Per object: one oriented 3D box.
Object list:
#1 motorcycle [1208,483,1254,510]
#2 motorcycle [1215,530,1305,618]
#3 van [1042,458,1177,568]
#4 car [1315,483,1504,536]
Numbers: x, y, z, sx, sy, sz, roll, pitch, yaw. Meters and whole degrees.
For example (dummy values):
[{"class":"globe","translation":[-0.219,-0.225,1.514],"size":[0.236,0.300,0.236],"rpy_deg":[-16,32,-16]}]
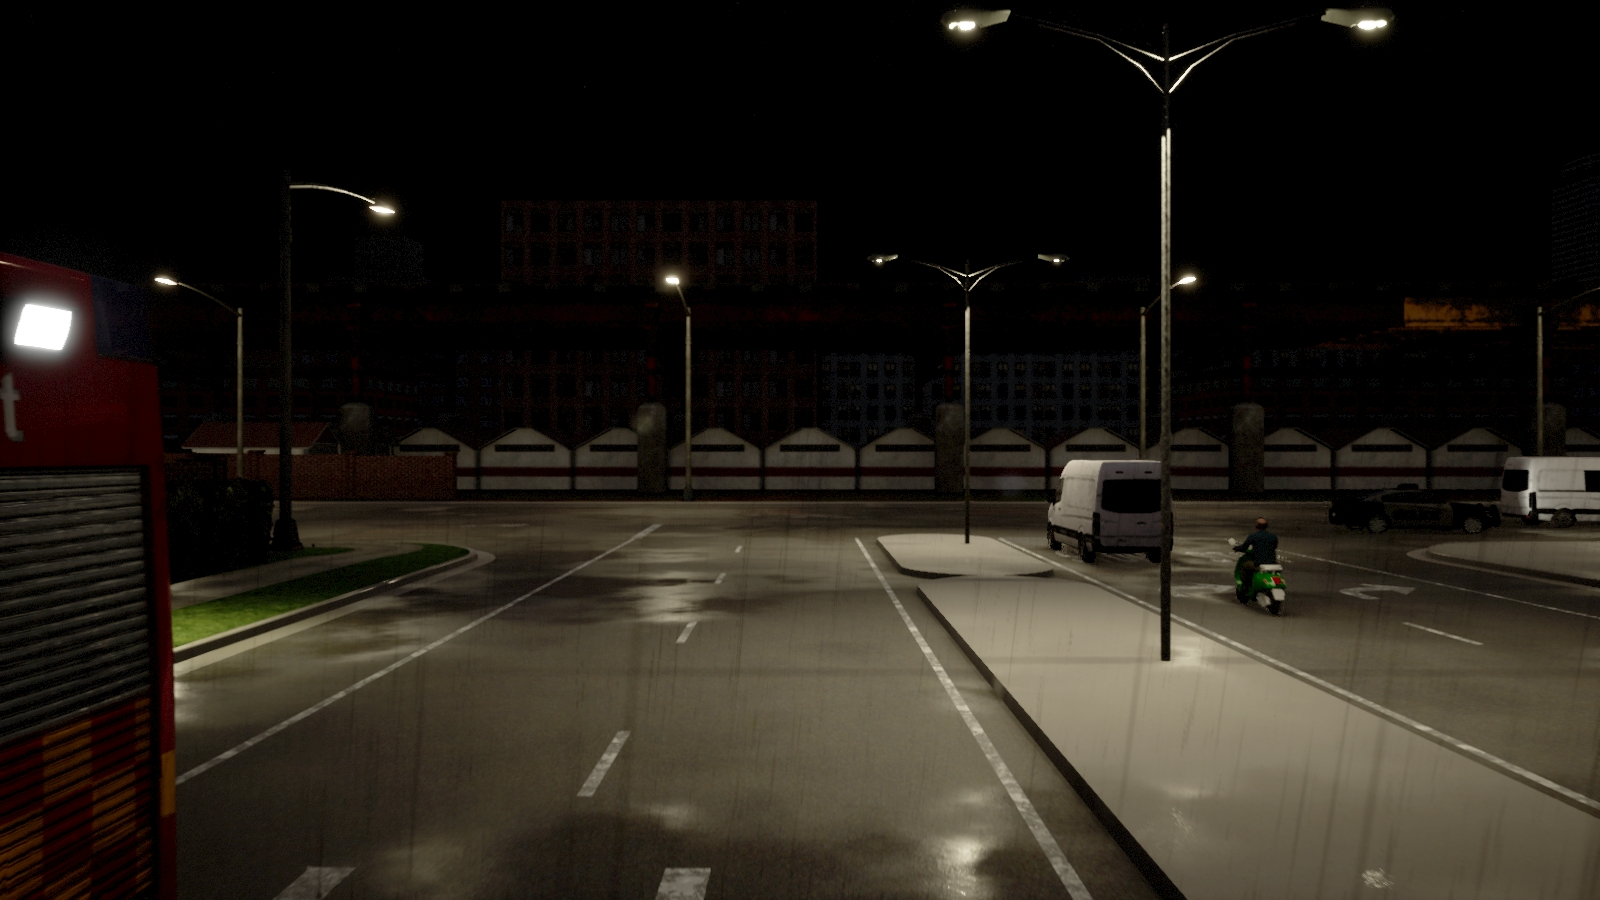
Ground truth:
[{"class":"motorcycle","translation":[20.082,2.178,53.241],"size":[1.805,1.236,0.856],"rpy_deg":[0,0,0]},{"class":"motorcycle","translation":[8.006,2.128,19.966],"size":[0.856,1.341,1.805],"rpy_deg":[0,0,0]},{"class":"van","translation":[8.036,1.533,30.276],"size":[1.988,2.561,5.915],"rpy_deg":[0,0,0]},{"class":"car","translation":[20.457,1.979,38.551],"size":[5.238,1.638,2.097],"rpy_deg":[0,0,4]}]
